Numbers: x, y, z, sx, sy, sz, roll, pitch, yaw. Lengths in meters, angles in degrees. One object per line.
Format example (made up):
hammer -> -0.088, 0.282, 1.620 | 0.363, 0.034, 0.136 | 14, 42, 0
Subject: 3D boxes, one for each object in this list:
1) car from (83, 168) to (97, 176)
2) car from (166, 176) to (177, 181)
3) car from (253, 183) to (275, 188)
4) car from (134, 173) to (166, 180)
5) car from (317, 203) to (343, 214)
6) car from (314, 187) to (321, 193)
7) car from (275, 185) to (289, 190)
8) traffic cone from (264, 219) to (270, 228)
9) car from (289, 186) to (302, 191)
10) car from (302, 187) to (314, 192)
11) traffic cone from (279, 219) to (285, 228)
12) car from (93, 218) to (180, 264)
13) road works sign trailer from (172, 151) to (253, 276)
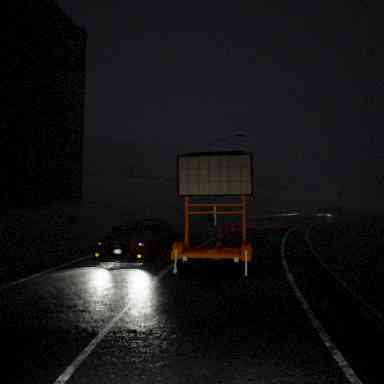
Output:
car -> -16.695, -2.866, 50.422 | 4.553, 1.767, 2.185 | 2, -5, -33
car -> -2.930, -2.136, 59.421 | 4.892, 1.521, 2.231 | 3, -5, -33
car -> 15.081, -1.091, 72.600 | 4.792, 1.488, 2.163 | 3, -6, -38
car -> -7.542, -2.347, 56.396 | 4.892, 1.521, 2.231 | 2, -5, -33
car -> 19.365, 2.315, 46.504 | 4.674, 1.442, 1.812 | 1, -4, -38
car -> 31.789, -0.178, 87.165 | 5.566, 2.045, 2.435 | 5, -6, -43
car -> 19.353, -0.811, 76.084 | 4.674, 1.452, 2.002 | 4, -6, -39
traffic cone -> 5.127, 2.159, 22.806 | 0.340, 0.580, 0.340 | -2, -1, 17
car -> 23.474, -0.576, 79.599 | 4.892, 1.521, 2.231 | 4, -6, -40
car -> 27.675, -0.391, 83.354 | 4.553, 1.767, 2.185 | 4, -6, -42
traffic cone -> 6.083, 2.130, 22.523 | 0.340, 0.580, 0.340 | -2, -1, 17
car -> -1.853, 1.682, 12.263 | 1.994, 1.385, 4.181 | -1, -1, 14
road works sign trailer -> 0.756, 0.525, 10.657 | 2.380, 3.560, 2.880 | -1, -1, 12
